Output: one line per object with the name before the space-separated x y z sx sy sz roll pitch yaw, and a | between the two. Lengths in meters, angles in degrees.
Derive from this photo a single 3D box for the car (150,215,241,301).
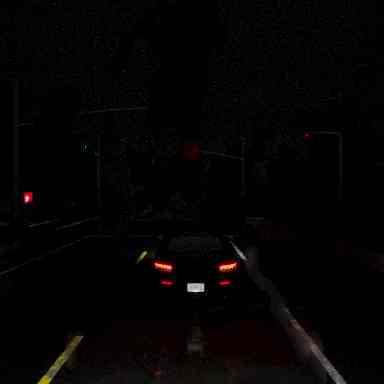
car | 0.082 1.526 8.183 1.812 1.442 4.674 0 0 0

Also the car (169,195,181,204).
car | -3.439 1.489 67.355 2.128 1.511 4.902 0 0 0

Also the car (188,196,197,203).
car | 0.179 1.491 66.735 2.128 1.511 4.902 0 0 0

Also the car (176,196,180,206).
car | -3.531 1.221 52.926 2.150 2.045 5.566 0 0 0

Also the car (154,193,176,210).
car | -3.546 1.352 42.395 2.097 1.767 4.553 0 0 0

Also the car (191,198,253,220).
car | 2.618 1.484 27.690 4.902 1.511 2.128 0 0 -5
